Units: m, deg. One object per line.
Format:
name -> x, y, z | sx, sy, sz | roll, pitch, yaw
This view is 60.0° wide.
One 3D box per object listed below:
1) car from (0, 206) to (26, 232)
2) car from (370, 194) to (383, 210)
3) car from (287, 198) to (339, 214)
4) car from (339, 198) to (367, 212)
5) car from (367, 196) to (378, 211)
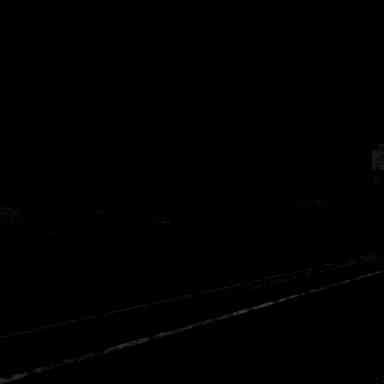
car -> -10.701, 1.491, 18.896 | 2.002, 1.452, 4.674 | 0, 0, -35
car -> 23.858, 1.385, 43.478 | 2.185, 1.767, 4.553 | 1, 0, -36
car -> 12.503, 1.441, 35.418 | 2.097, 1.535, 5.008 | 0, 0, -35
car -> 17.033, 1.458, 38.657 | 2.097, 1.535, 5.008 | 0, 0, -35
car -> 19.304, 1.513, 40.272 | 2.002, 1.452, 4.674 | 0, 0, -35
